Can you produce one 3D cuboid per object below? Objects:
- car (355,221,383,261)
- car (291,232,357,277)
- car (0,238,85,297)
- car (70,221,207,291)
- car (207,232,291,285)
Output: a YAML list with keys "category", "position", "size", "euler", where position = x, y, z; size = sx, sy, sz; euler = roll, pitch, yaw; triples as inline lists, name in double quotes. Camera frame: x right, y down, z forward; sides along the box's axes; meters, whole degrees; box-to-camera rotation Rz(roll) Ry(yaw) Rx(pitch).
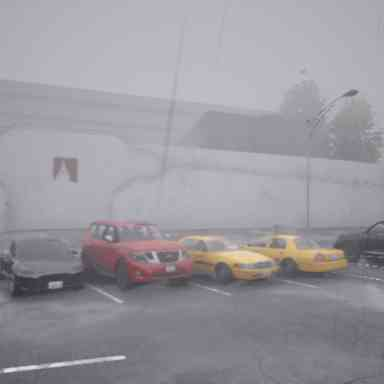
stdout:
- category: "car"
  position: [9.340, 2.241, 15.035]
  size: [2.435, 2.045, 5.566]
  euler: [3, -5, -35]
- category: "car"
  position: [3.461, 2.404, 13.583]
  size: [1.946, 1.575, 5.366]
  euler: [3, -5, -35]
- category: "car"
  position: [-5.099, 2.296, 11.064]
  size: [2.163, 1.488, 4.792]
  euler: [3, -6, -35]
- category: "car"
  position: [-2.202, 2.057, 11.870]
  size: [2.435, 2.045, 5.566]
  euler: [3, -6, -35]
- category: "car"
  position: [0.785, 2.335, 12.502]
  size: [1.946, 1.575, 5.366]
  euler: [3, -6, -35]
